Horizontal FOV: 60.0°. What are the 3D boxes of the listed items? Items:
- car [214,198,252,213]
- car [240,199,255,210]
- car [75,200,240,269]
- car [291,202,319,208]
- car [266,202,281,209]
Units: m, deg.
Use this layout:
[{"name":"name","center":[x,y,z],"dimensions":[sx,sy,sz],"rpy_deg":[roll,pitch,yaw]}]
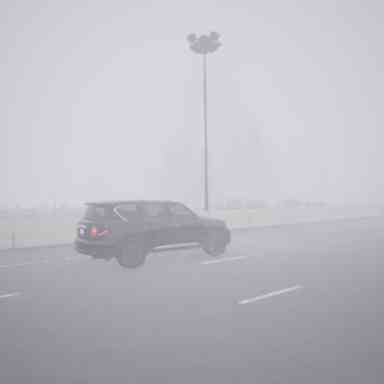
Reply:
[{"name":"car","center":[5.291,1.647,42.792],"dimensions":[4.553,1.767,2.097],"rpy_deg":[0,0,-36]},{"name":"car","center":[6.990,1.621,39.700],"dimensions":[4.553,1.767,2.097],"rpy_deg":[0,0,-36]},{"name":"car","center":[-1.165,1.282,11.628],"dimensions":[5.566,2.045,2.150],"rpy_deg":[0,0,-37]},{"name":"car","center":[12.944,1.781,35.379],"dimensions":[5.357,1.411,2.033],"rpy_deg":[0,-1,-37]},{"name":"car","center":[11.150,1.610,38.405],"dimensions":[4.553,1.767,2.097],"rpy_deg":[0,-1,-37]}]
